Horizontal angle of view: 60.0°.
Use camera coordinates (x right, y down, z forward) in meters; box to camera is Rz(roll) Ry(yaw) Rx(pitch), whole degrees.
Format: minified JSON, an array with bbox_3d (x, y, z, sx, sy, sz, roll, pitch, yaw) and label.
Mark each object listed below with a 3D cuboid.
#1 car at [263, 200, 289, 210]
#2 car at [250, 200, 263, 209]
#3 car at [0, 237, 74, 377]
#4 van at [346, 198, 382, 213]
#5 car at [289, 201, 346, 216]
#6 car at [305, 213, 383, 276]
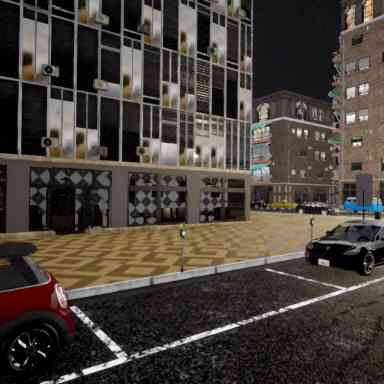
[{"bbox_3d":[12.719,1.787,46.694,1.752,1.417,4.829,0,-1,-35],"label":"car"},{"bbox_3d":[9.654,1.864,51.114,1.947,1.339,4.313,0,-1,-35],"label":"car"},{"bbox_3d":[-3.682,1.440,3.922,4.097,1.590,1.967,0,1,-35],"label":"car"},{"bbox_3d":[19.143,1.525,37.437,1.690,1.788,3.998,0,-1,-35],"label":"van"},{"bbox_3d":[12.253,1.620,32.662,2.008,1.369,4.403,0,-1,-35],"label":"car"},{"bbox_3d":[5.398,1.567,10.392,4.313,1.339,1.947,0,1,-35],"label":"car"}]
